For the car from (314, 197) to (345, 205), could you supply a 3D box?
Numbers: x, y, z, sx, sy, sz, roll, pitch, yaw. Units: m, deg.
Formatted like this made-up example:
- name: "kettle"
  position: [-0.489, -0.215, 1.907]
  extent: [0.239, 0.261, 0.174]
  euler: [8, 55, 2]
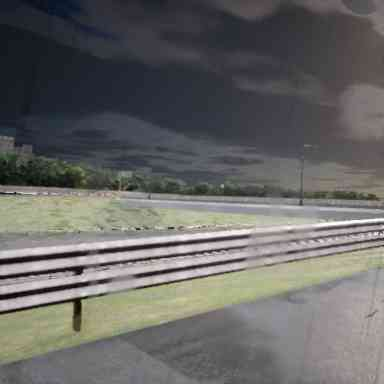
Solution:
- name: "car"
  position: [23.317, 1.692, 56.419]
  extent: [4.892, 1.490, 1.837]
  euler: [1, -1, 36]
